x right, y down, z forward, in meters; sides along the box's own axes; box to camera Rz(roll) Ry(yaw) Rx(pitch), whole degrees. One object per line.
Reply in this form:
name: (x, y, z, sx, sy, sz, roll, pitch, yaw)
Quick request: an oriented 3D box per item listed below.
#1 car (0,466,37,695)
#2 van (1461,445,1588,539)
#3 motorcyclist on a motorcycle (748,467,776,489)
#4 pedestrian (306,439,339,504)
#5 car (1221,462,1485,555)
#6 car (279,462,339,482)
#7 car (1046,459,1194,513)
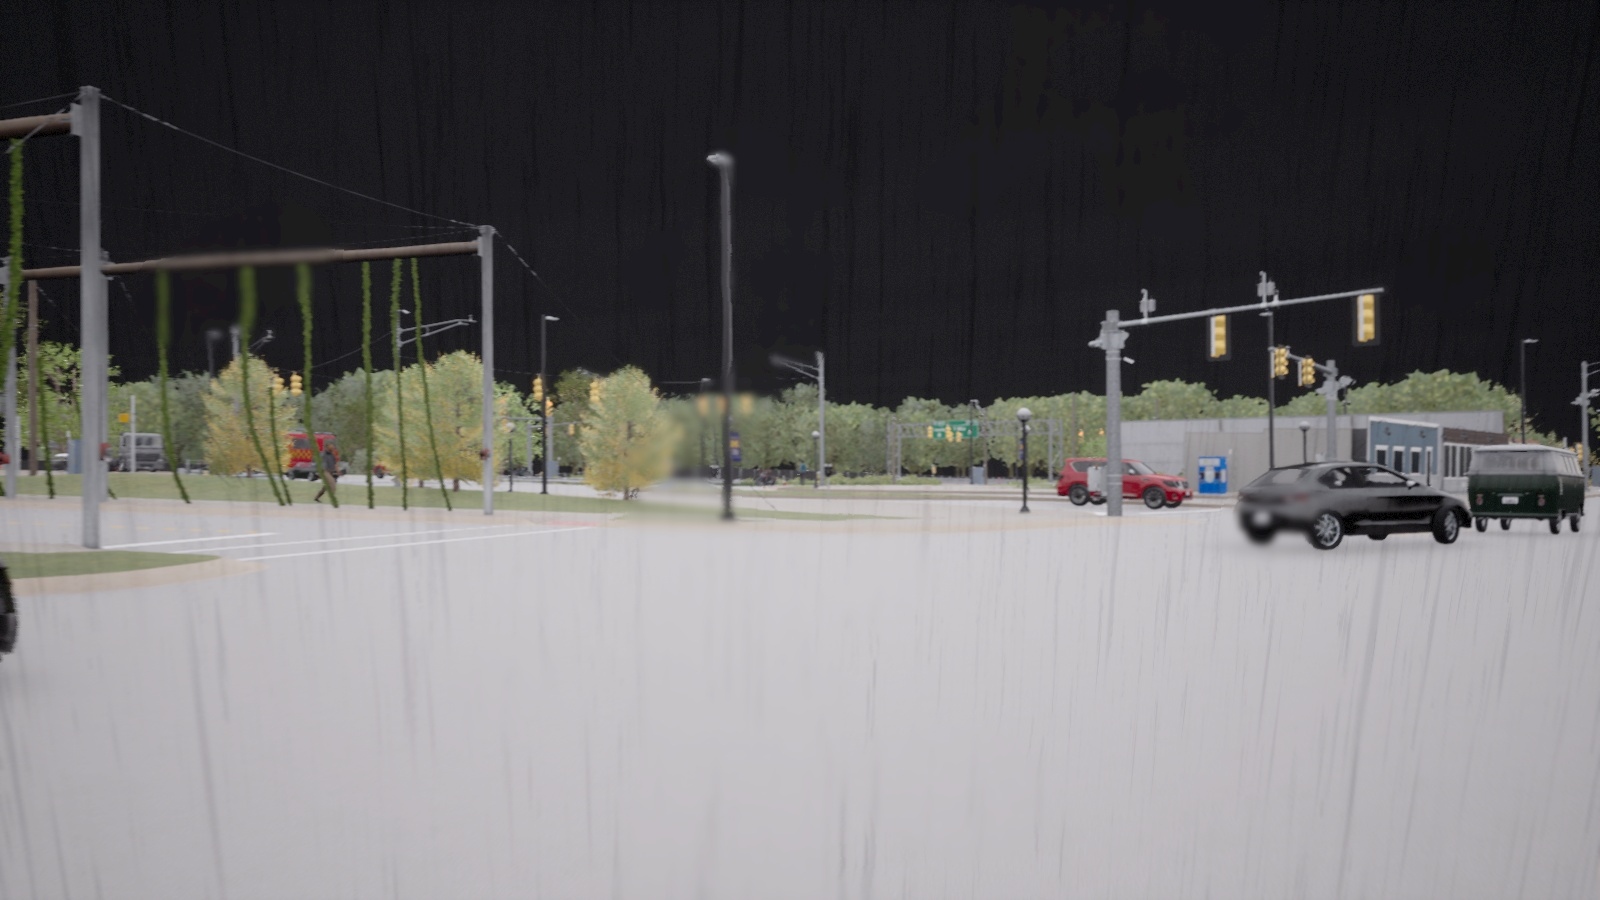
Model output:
car: (-7.046, 0.751, 8.081, 4.181, 1.385, 1.994, 1, -1, 33)
van: (16.695, 0.971, 28.855, 1.775, 1.987, 4.442, -1, -2, 40)
motorcyclist on a motorcycle: (-2.961, 2.196, 98.460, 0.766, 1.649, 2.350, -1, -2, 41)
pedestrian: (-13.749, 0.622, 36.175, 0.694, 1.848, 0.540, 0, -1, 15)
car: (9.717, 0.985, 22.071, 4.193, 1.474, 1.816, 0, -1, -22)
car: (-33.385, 1.502, 85.324, 4.718, 1.301, 1.895, -1, -2, 43)
car: (13.356, 1.456, 52.606, 5.566, 2.045, 2.150, 1, 0, 37)
